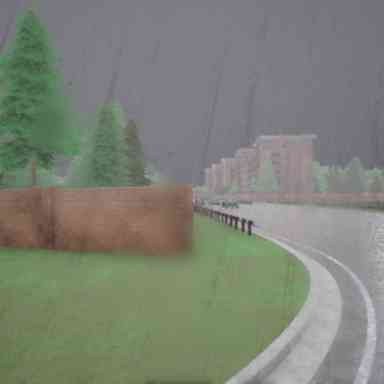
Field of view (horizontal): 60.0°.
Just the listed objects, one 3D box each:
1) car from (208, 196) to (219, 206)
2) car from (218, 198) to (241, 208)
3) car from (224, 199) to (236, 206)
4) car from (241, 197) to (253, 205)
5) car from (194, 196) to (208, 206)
[{"bbox_3d":[4.967,2.234,72.926,2.033,1.411,5.357,0,-1,-5],"label":"car"},{"bbox_3d":[6.463,1.875,57.411,2.097,1.767,4.553,0,-1,-6],"label":"car"},{"bbox_3d":[8.411,2.193,73.668,1.812,1.442,4.674,0,-1,-5],"label":"car"},{"bbox_3d":[11.907,1.993,73.856,2.097,1.767,4.553,0,-1,-5],"label":"car"},{"bbox_3d":[1.557,2.193,71.801,1.882,1.535,5.008,0,-1,-5],"label":"car"}]
